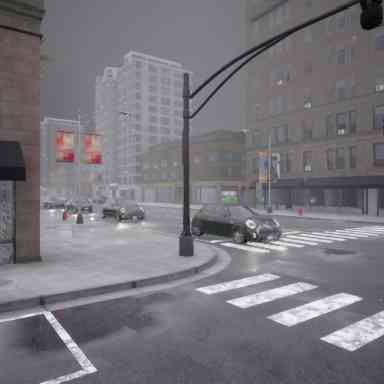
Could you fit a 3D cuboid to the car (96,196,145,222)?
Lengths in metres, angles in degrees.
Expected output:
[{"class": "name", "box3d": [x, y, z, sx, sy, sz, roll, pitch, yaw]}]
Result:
[{"class": "car", "box3d": [-5.504, 1.318, 26.222, 2.097, 1.767, 4.553, 0, 0, -36]}]

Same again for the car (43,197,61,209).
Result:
[{"class": "car", "box3d": [-18.278, 1.439, 43.974, 1.837, 1.490, 4.892, 0, 0, -35]}]

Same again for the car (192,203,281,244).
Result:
[{"class": "car", "box3d": [2.001, 1.339, 15.841, 2.097, 1.767, 4.553, 0, 0, -36]}]

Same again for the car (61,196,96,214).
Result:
[{"class": "car", "box3d": [-11.980, 1.456, 35.191, 1.837, 1.490, 4.892, 0, 0, -36]}]

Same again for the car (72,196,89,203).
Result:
[{"class": "car", "box3d": [-22.228, 1.452, 66.335, 1.994, 1.385, 4.181, 0, 0, -36]}]

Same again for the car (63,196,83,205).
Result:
[{"class": "car", "box3d": [-21.393, 1.450, 59.649, 2.033, 1.411, 5.357, 0, 0, -36]}]
